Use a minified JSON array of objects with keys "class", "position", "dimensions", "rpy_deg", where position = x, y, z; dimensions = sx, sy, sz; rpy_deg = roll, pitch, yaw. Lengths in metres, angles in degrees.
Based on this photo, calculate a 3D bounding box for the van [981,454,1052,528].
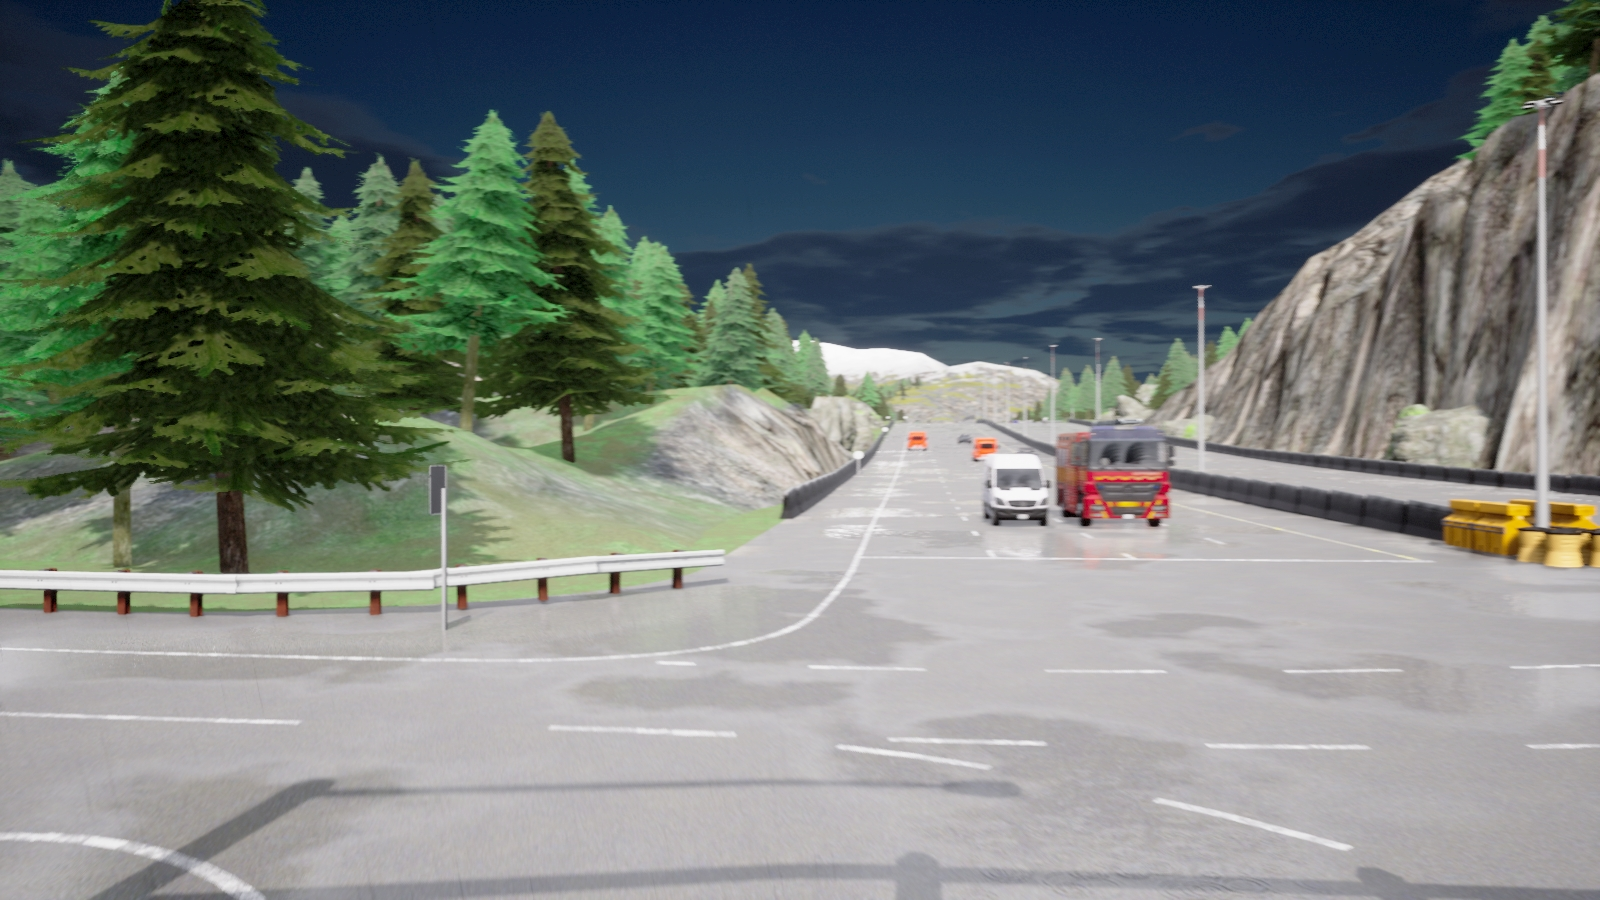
[{"class":"van","position":[8.055,1.447,42.981],"dimensions":[1.988,2.561,5.915],"rpy_deg":[0,0,5]}]

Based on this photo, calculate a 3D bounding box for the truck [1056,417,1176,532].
[{"class":"truck","position":[11.539,0.797,42.550],"dimensions":[2.891,3.827,8.468],"rpy_deg":[0,0,6]}]
